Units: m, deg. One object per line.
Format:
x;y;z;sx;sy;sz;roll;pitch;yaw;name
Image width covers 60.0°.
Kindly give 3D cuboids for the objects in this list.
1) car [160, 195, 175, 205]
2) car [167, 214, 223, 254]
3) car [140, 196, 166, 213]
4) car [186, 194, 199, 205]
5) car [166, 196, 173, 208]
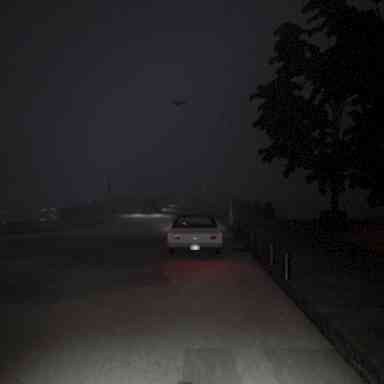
-3.994;1.293;53.969;2.033;1.411;5.357;0;0;0;car
0.098;1.538;13.252;1.895;1.301;4.718;0;0;0;car
-4.092;1.345;33.930;1.837;1.490;4.892;0;0;0;car
0.105;1.100;53.572;2.097;1.767;4.553;0;0;0;car
-4.067;1.342;43.628;2.033;1.411;5.357;0;0;0;car
